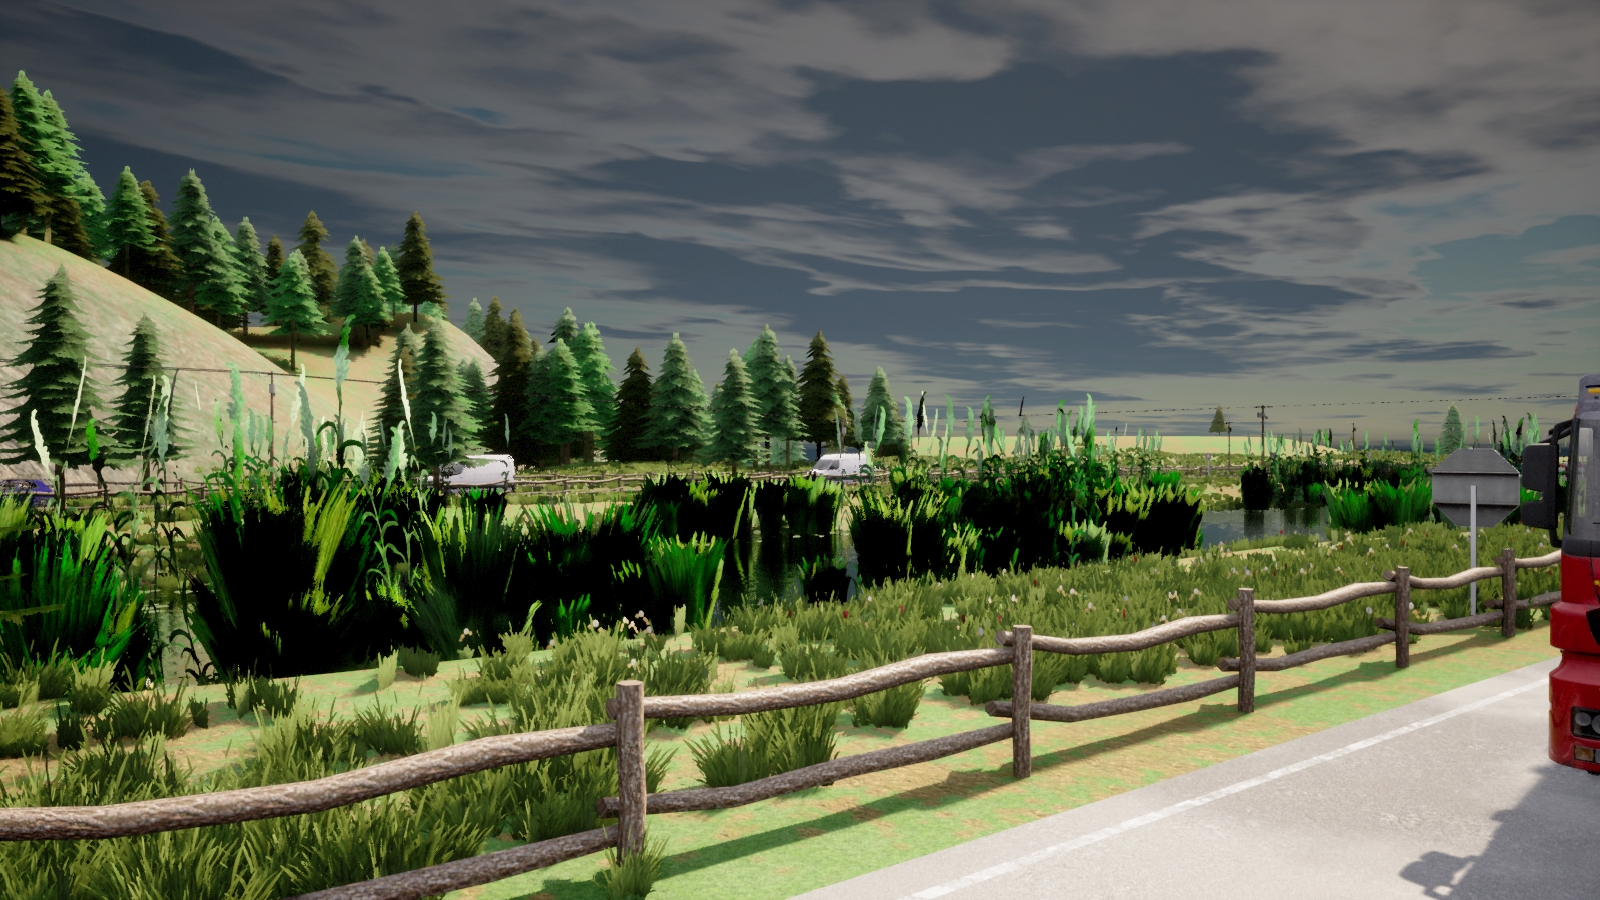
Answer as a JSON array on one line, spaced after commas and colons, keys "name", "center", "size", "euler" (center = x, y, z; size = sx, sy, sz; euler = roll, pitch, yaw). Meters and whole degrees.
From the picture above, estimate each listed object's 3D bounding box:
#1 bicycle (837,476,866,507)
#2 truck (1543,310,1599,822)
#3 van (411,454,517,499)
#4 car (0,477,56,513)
[{"name": "bicycle", "center": [2.523, 2.029, 56.038], "size": [1.643, 1.496, 0.373], "euler": [0, 0, -43]}, {"name": "truck", "center": [9.616, 0.862, 10.986], "size": [2.891, 3.827, 8.468], "euler": [0, 0, 42]}, {"name": "van", "center": [-20.129, 1.535, 68.685], "size": [1.988, 2.561, 5.915], "euler": [0, 0, 45]}, {"name": "car", "center": [-35.959, 2.038, 51.601], "size": [1.845, 1.501, 3.633], "euler": [0, 0, 42]}]
